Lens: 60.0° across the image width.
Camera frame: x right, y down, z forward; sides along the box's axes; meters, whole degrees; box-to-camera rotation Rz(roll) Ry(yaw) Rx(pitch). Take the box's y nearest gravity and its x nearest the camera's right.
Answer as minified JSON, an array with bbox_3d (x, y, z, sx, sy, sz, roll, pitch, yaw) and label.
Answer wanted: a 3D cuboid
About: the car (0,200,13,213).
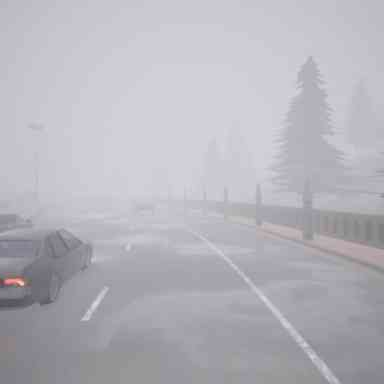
[{"bbox_3d":[-23.249,1.713,40.654,2.033,1.411,5.357,0,0,-25],"label":"car"}]

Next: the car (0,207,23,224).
[{"bbox_3d":[-7.960,1.561,13.621,1.837,1.490,4.892,0,0,-8],"label":"car"}]

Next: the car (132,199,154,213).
[{"bbox_3d":[-5.757,1.607,38.773,1.882,1.535,5.008,0,0,-20],"label":"car"}]

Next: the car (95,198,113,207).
[{"bbox_3d":[-14.592,1.699,54.867,1.837,1.490,4.892,0,0,-32],"label":"car"}]

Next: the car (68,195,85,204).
[{"bbox_3d":[-23.668,1.454,68.266,2.097,1.767,4.553,0,0,-40],"label":"car"}]

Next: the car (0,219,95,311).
[{"bbox_3d":[-3.798,1.579,8.044,2.033,1.411,5.357,0,0,-4],"label":"car"}]
